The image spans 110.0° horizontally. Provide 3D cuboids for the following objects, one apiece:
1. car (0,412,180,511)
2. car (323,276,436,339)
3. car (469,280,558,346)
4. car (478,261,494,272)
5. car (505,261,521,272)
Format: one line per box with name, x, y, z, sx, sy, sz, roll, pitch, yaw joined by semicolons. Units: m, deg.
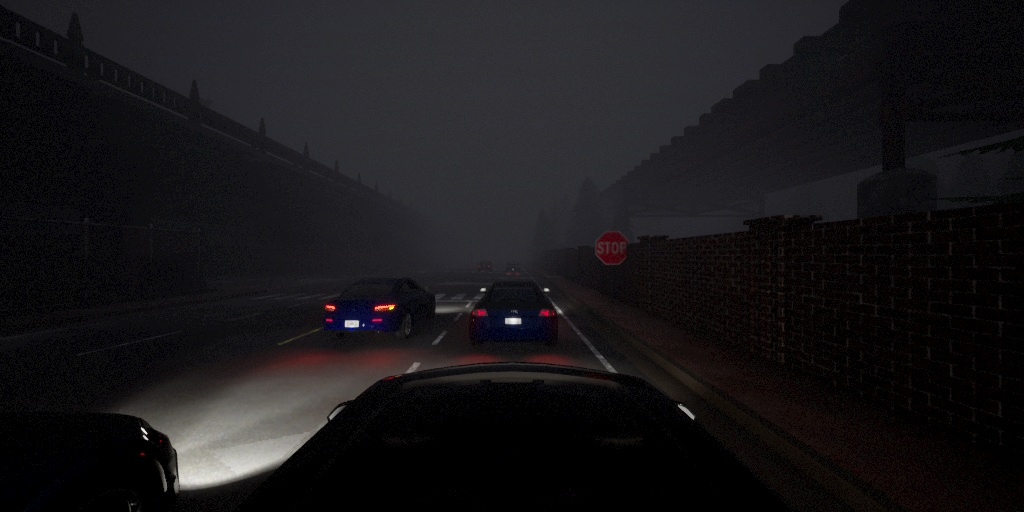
car;-3.399;1.314;0.835;1.994;1.385;4.181;0;0;0
car;-3.411;1.276;9.930;1.812;1.442;4.674;0;0;0
car;0.070;1.314;9.407;1.994;1.385;4.181;0;0;1
car;-3.386;1.297;46.017;2.033;1.411;5.357;0;0;-1
car;0.109;1.351;46.211;1.895;1.301;4.718;0;0;-1
